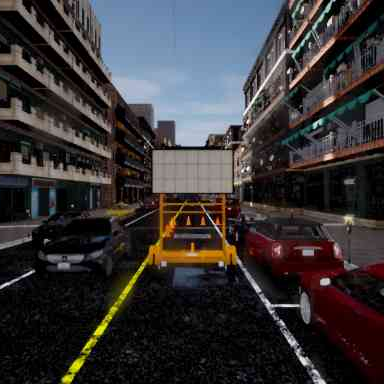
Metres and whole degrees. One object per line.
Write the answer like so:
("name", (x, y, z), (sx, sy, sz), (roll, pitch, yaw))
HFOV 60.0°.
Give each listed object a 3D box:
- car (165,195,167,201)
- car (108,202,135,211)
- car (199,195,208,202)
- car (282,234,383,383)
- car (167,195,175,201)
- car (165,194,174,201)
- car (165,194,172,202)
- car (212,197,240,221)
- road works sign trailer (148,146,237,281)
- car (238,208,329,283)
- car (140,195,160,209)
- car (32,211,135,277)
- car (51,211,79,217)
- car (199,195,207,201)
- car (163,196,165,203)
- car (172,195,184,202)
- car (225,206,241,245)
("car", (-5.608, 1.568, 54.790), (1.802, 1.307, 4.206), (0, 0, 0))
("car", (-5.649, 1.522, 26.437), (1.752, 1.417, 4.829), (0, 0, 0))
("car", (2.807, 1.500, 77.489), (1.752, 1.417, 4.829), (0, 0, 0))
("car", (2.699, 1.545, 4.046), (1.887, 1.381, 4.507), (0, 0, 0))
("car", (-5.557, 1.513, 88.609), (1.887, 1.381, 4.507), (0, 0, 0))
("car", (-5.566, 1.412, 82.971), (1.967, 1.590, 4.097), (0, 0, 0))
("car", (-5.573, 1.290, 77.336), (2.192, 1.841, 5.009), (0, 0, 0))
("car", (2.733, 1.312, 26.592), (2.192, 1.841, 5.009), (0, 0, 0))
("road works sign trailer", (0.016, 0.464, 9.819), (2.380, 3.560, 2.880), (0, 0, 0))
("car", (2.707, 1.440, 9.683), (1.967, 1.590, 4.097), (0, 0, 0))
("car", (-5.624, 1.431, 43.517), (1.967, 1.590, 4.097), (0, 0, 0))
("car", (-3.084, 1.525, 10.334), (1.812, 1.442, 4.674), (0, 0, 0))
("car", (-5.666, 1.565, 15.334), (1.947, 1.339, 4.313), (0, 0, 0))
("car", (2.823, 1.514, 88.592), (1.887, 1.381, 4.507), (0, 0, 0))
("car", (-5.615, 1.303, 49.154), (2.192, 1.841, 5.009), (0, 0, 0))
("car", (-2.888, 1.481, 75.010), (1.837, 1.490, 4.892), (0, 0, 0))
("car", (2.715, 1.550, 15.318), (2.008, 1.369, 4.403), (0, 0, 0))
